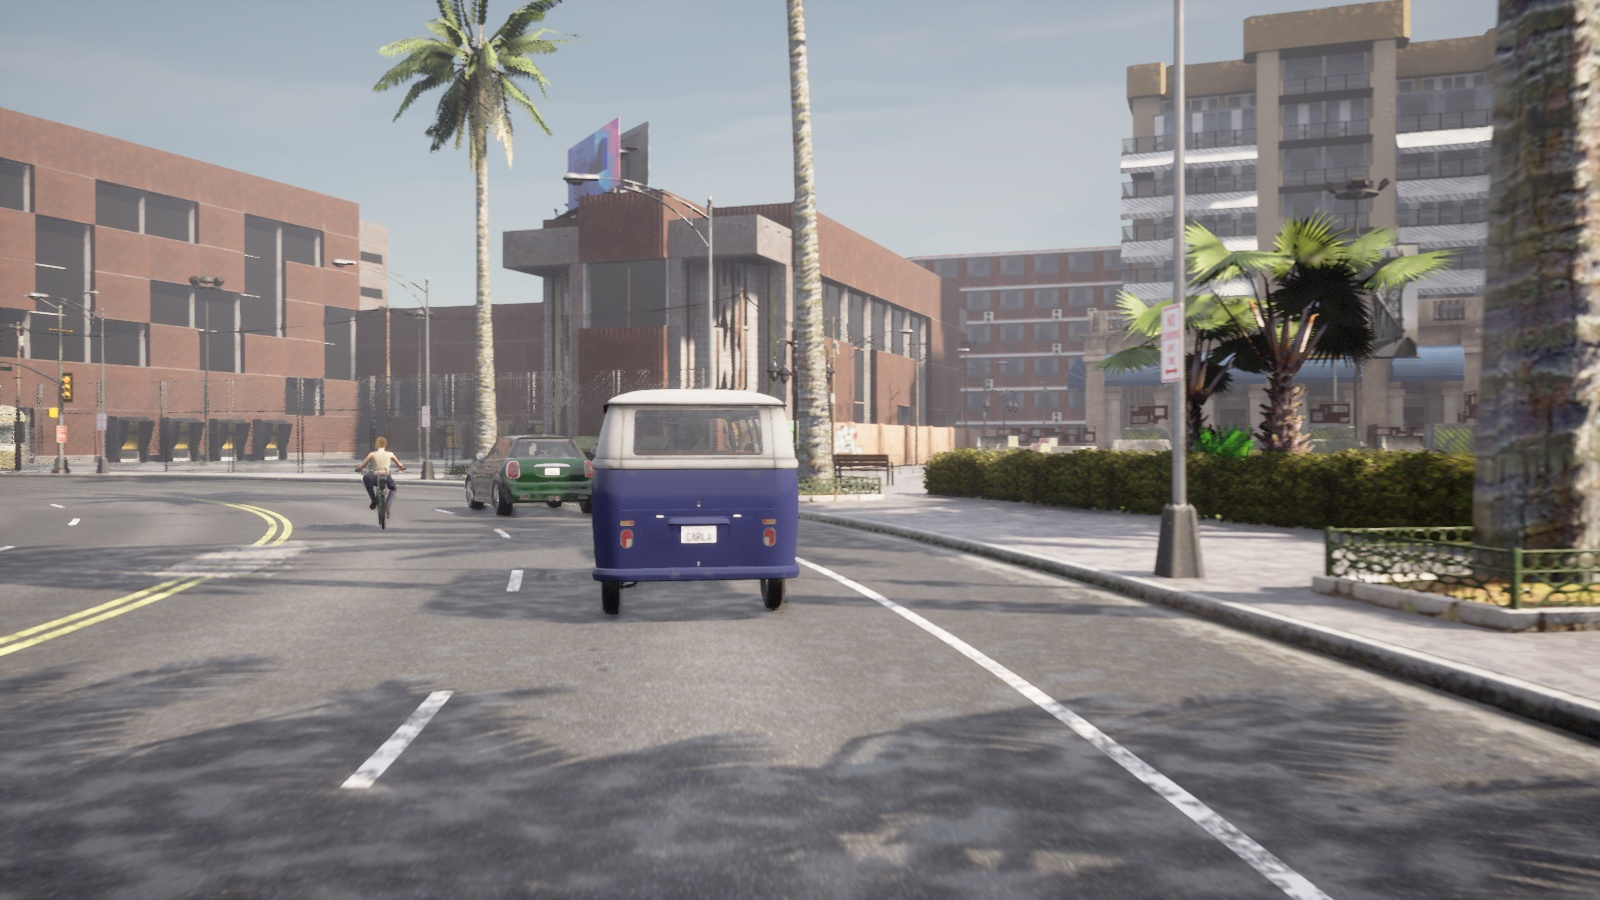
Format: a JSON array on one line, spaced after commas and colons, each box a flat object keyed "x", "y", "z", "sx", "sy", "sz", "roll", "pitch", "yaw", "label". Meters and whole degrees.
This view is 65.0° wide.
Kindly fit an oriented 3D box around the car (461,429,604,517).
[{"x": -5.977, "y": 0.448, "z": 27.635, "sx": 2.097, "sy": 1.767, "sz": 4.553, "roll": 0, "pitch": 0, "yaw": -25, "label": "car"}]

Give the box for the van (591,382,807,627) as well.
[{"x": -1.167, "y": 0.428, "z": 12.517, "sx": 1.775, "sy": 1.987, "sz": 4.442, "roll": 0, "pitch": 0, "yaw": -9, "label": "van"}]

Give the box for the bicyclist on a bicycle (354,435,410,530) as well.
[{"x": -7.435, "y": 0.555, "z": 22.302, "sx": 0.866, "sy": 1.612, "sz": 1.509, "roll": -1, "pitch": 1, "yaw": -21, "label": "bicyclist on a bicycle"}]
